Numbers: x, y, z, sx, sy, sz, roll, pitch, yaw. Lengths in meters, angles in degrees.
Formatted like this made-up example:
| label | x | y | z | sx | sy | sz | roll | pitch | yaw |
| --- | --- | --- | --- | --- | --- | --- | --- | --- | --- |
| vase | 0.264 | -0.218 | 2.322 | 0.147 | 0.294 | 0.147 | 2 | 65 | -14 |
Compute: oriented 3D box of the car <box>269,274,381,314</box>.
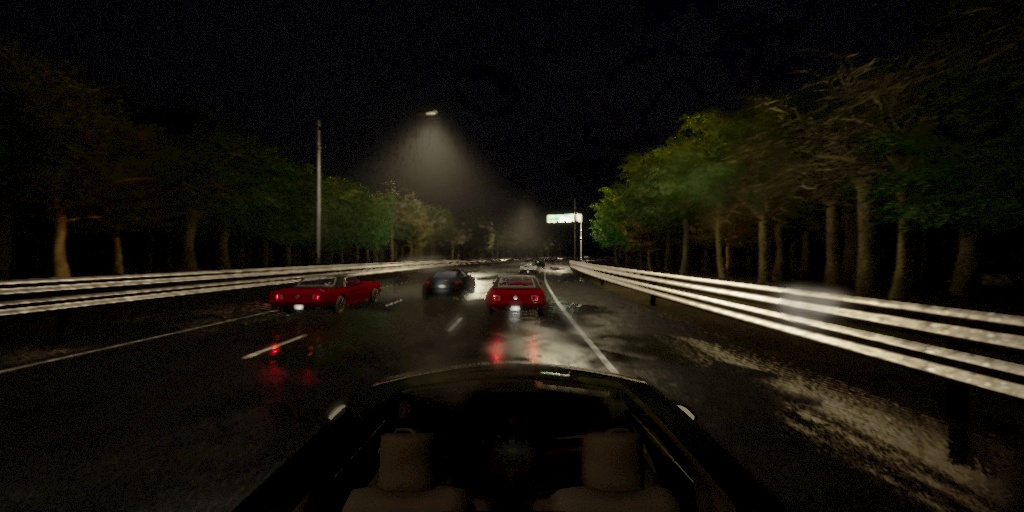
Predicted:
| label | x | y | z | sx | sy | sz | roll | pitch | yaw |
| --- | --- | --- | --- | --- | --- | --- | --- | --- | --- |
| car | -6.697 | 1.343 | 13.609 | 1.895 | 1.301 | 4.718 | 0 | 0 | 2 |

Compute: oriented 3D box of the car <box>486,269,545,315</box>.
| label | x | y | z | sx | sy | sz | roll | pitch | yaw |
| --- | --- | --- | --- | --- | --- | --- | --- | --- | --- |
| car | 0.188 | 1.358 | 13.530 | 1.895 | 1.301 | 4.718 | 0 | 0 | 2 |

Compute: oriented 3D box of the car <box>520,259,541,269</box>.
| label | x | y | z | sx | sy | sz | roll | pitch | yaw |
| --- | --- | --- | --- | --- | --- | --- | --- | --- | --- |
| car | 1.939 | 1.365 | 40.595 | 1.895 | 1.301 | 4.718 | 0 | 0 | 6 |

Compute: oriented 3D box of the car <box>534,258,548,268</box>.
| label | x | y | z | sx | sy | sz | roll | pitch | yaw |
| --- | --- | --- | --- | --- | --- | --- | --- | --- | --- |
| car | 4.635 | 1.106 | 61.881 | 2.097 | 1.767 | 4.553 | 0 | 0 | 9 |

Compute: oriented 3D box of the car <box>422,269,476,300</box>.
| label | x | y | z | sx | sy | sz | roll | pitch | yaw |
| --- | --- | --- | --- | --- | --- | --- | --- | --- | --- |
| car | -3.030 | 1.318 | 17.917 | 1.994 | 1.385 | 4.181 | 0 | 0 | 2 |
